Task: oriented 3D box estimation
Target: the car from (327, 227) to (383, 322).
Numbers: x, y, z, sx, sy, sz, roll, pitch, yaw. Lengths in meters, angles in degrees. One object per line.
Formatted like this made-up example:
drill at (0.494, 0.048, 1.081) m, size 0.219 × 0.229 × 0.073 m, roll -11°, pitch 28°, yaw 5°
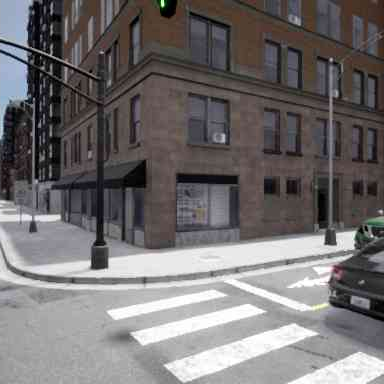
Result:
car at (4.519, 1.513, 6.268) m, size 4.674 × 1.442 × 1.812 m, roll 0°, pitch 0°, yaw -32°

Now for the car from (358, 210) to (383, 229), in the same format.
car at (8.069, 1.219, 11.501) m, size 5.566 × 2.045 × 2.150 m, roll 0°, pitch 0°, yaw -32°
